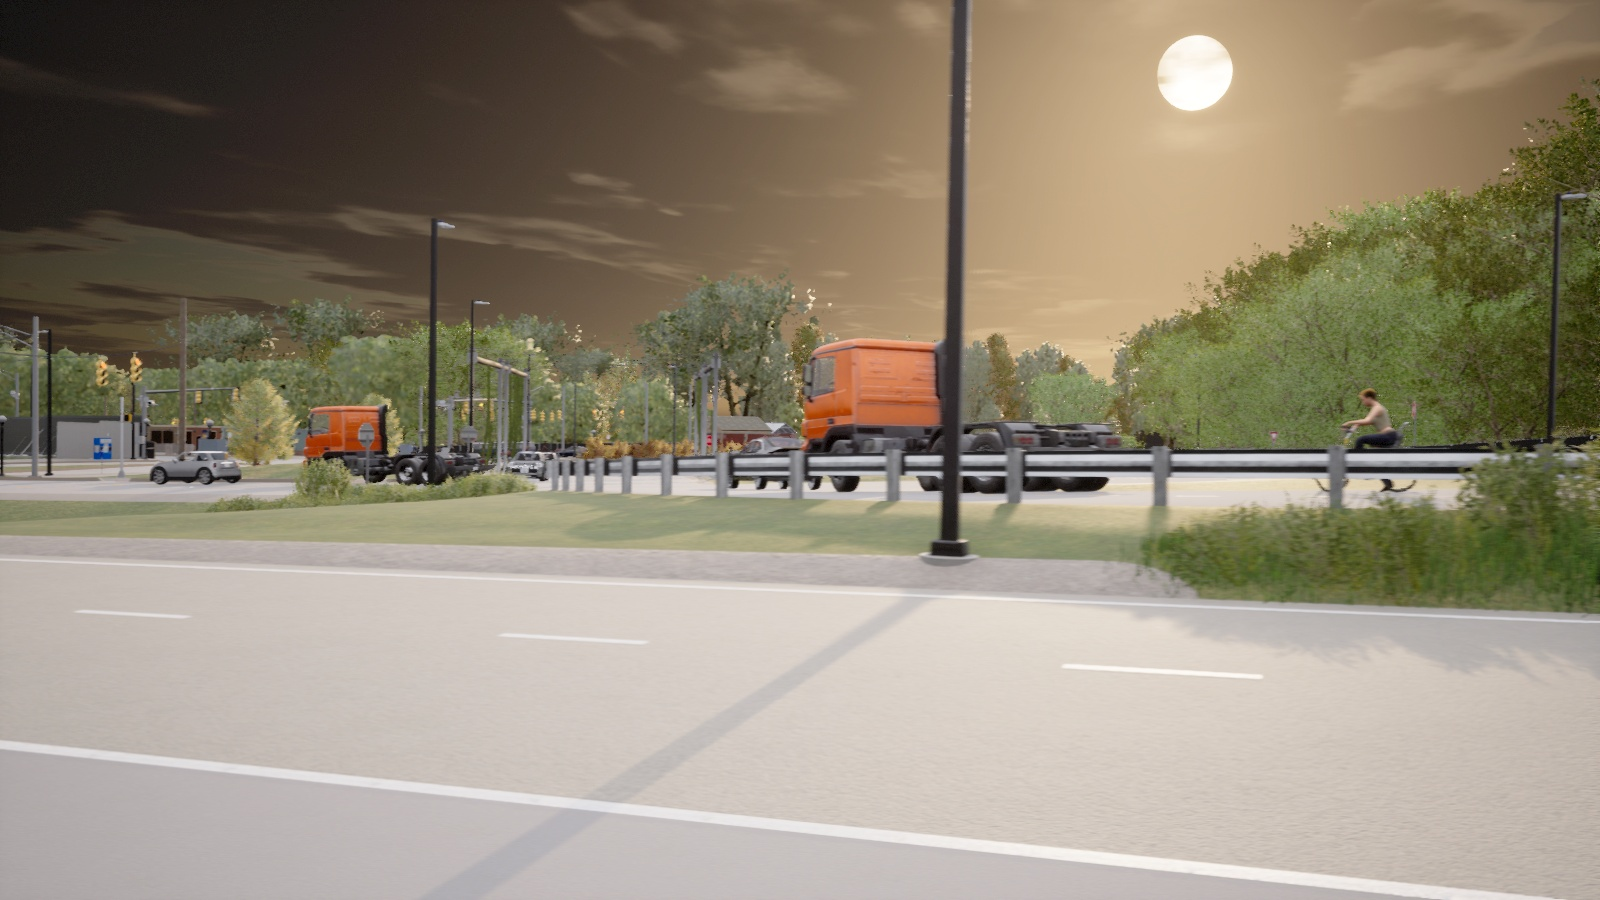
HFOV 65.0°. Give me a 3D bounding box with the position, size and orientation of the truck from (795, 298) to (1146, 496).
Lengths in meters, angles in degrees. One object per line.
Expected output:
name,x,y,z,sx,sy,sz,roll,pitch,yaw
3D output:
truck,3.167,-0.824,26.108,2.891,3.462,7.936,1,-2,-31

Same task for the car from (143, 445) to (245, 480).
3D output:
car,-27.267,0.546,56.524,3.806,1.475,1.970,0,1,18

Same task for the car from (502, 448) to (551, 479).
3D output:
car,-13.605,0.676,62.659,1.970,1.475,3.806,1,-1,-6

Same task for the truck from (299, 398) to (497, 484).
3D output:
truck,-17.004,-0.378,53.106,7.936,3.462,2.891,0,1,22

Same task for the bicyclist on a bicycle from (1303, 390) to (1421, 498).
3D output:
bicyclist on a bicycle,8.715,-0.074,19.471,1.509,1.612,0.866,-1,-1,35

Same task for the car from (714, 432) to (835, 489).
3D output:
car,-0.830,0.350,36.291,2.128,1.511,4.902,1,-2,-18
